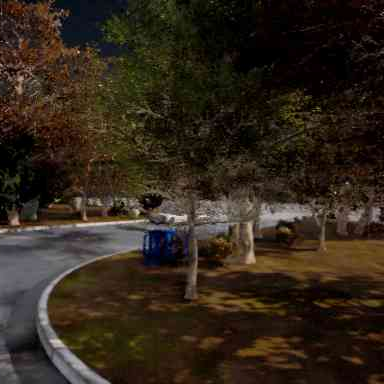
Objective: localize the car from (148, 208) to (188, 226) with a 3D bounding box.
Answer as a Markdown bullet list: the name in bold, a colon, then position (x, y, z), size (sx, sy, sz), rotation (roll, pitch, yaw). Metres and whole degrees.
- **car**: position (-1.419, 1.974, 26.970), size (1.895, 1.301, 4.718), rotation (3, 0, 33)

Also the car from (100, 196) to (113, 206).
- **car**: position (-13.691, 1.370, 53.417), size (1.812, 1.442, 4.674), rotation (2, 0, -14)
